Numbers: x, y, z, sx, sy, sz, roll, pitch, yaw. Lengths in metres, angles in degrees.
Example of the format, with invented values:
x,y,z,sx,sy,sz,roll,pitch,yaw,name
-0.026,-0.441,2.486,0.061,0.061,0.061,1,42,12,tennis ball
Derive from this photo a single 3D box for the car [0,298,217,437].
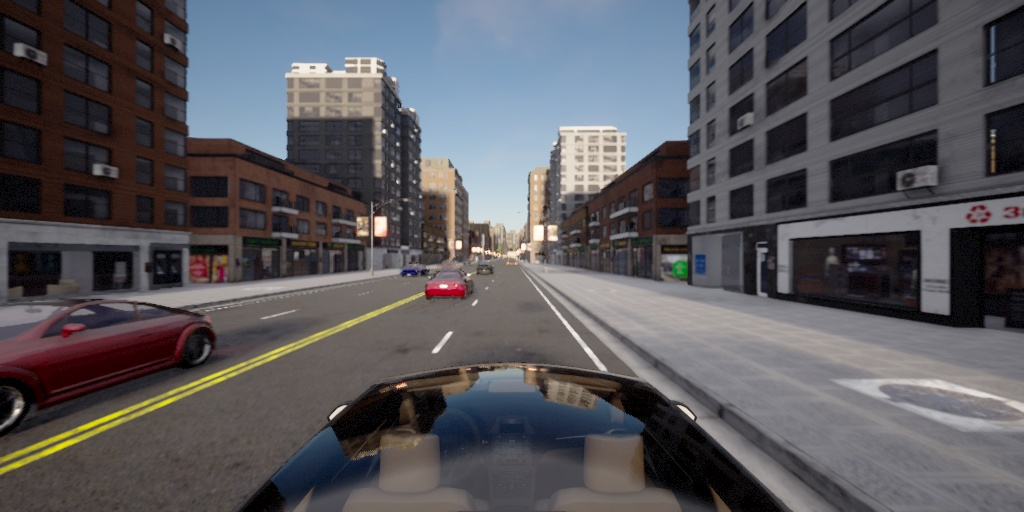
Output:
x,y,z,sx,sy,sz,roll,pitch,yaw,name
-6.595,1.328,5.075,1.994,1.385,4.181,0,0,-1,car

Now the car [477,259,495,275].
x,y,z,sx,sy,sz,roll,pitch,yaw,name
-3.141,1.427,42.771,1.837,1.490,4.892,0,0,0,car

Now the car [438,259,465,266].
x,y,z,sx,sy,sz,roll,pitch,yaw,name
-6.580,1.252,37.502,2.097,1.767,4.553,0,0,0,car

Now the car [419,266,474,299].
x,y,z,sx,sy,sz,roll,pitch,yaw,name
-3.146,1.384,18.564,1.994,1.385,4.181,0,0,0,car

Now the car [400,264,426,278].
x,y,z,sx,sy,sz,roll,pitch,yaw,name
-9.835,1.496,36.427,1.895,1.301,4.718,0,0,0,car
